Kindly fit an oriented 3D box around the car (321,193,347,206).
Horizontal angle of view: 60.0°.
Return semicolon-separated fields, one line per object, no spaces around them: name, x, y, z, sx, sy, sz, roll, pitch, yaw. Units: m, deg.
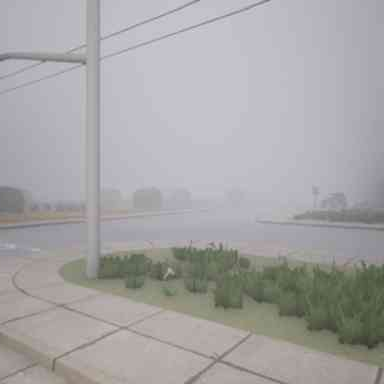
car;18.358;1.088;43.101;1.905;1.878;3.866;-6;-1;-8
